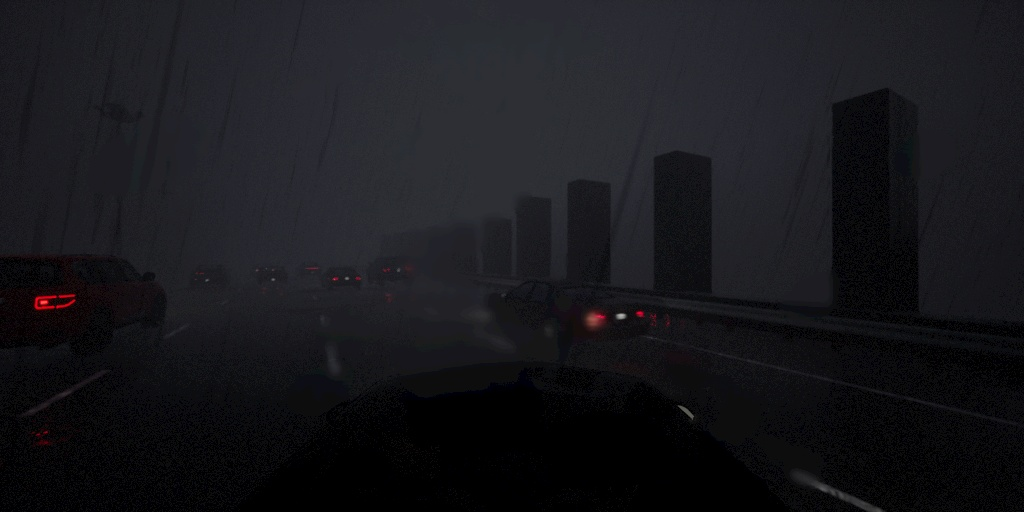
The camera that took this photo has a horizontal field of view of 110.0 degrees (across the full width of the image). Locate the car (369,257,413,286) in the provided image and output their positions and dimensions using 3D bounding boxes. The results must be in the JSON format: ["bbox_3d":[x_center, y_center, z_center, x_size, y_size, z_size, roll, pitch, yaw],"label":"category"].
[{"bbox_3d":[-9.079,1.074,26.411,2.150,2.045,5.566,0,0,-34],"label":"car"}]

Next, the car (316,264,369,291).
[{"bbox_3d":[-11.057,1.382,23.093,2.033,1.411,5.357,0,0,-34],"label":"car"}]

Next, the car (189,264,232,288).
[{"bbox_3d":[-20.562,1.320,24.518,2.128,1.511,4.902,0,0,-35],"label":"car"}]

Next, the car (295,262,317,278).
[{"bbox_3d":[-20.475,1.374,36.035,2.128,1.511,4.902,0,0,-38],"label":"car"}]

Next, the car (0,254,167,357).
[{"bbox_3d":[-10.051,0.987,8.130,2.150,2.045,5.566,0,0,-30],"label":"car"}]

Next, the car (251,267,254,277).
[{"bbox_3d":[-25.200,1.425,36.381,2.033,1.411,5.357,0,0,-39],"label":"car"}]

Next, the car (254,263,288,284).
[{"bbox_3d":[-18.842,1.448,28.106,1.895,1.301,4.718,0,0,-36],"label":"car"}]

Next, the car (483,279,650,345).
[{"bbox_3d":[1.085,1.337,9.778,2.033,1.411,5.357,0,0,-29],"label":"car"}]
